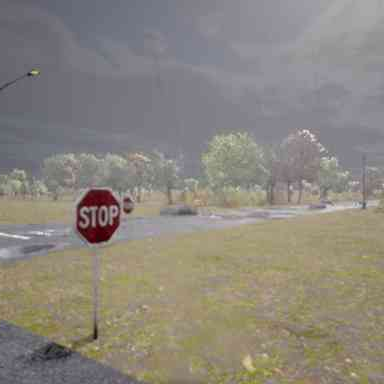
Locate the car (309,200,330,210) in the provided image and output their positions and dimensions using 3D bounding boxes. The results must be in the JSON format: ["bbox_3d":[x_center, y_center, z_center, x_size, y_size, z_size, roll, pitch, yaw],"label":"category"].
[{"bbox_3d":[22.073,2.508,58.314,1.895,1.301,4.718,0,-1,36],"label":"car"}]

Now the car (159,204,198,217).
[{"bbox_3d":[-1.399,2.104,37.804,2.033,1.411,5.357,0,0,36],"label":"car"}]
